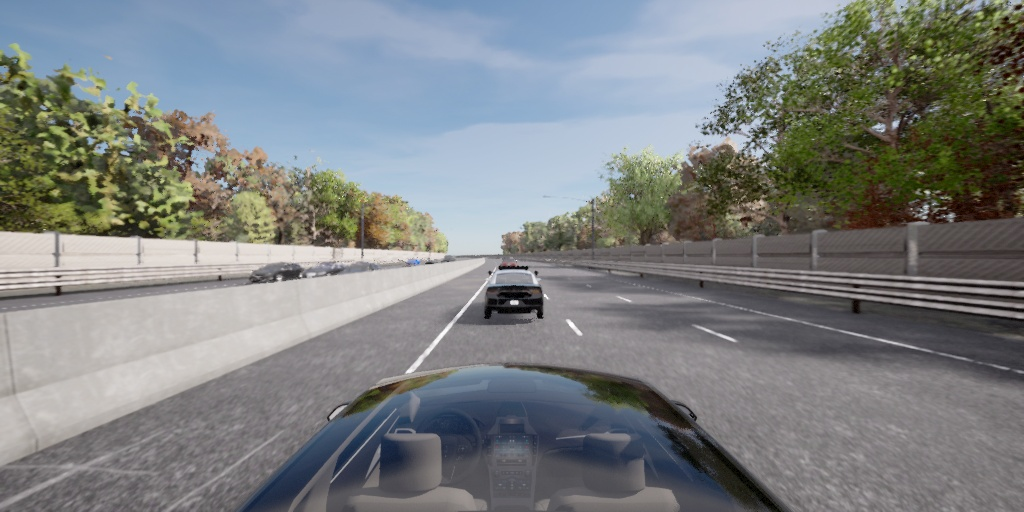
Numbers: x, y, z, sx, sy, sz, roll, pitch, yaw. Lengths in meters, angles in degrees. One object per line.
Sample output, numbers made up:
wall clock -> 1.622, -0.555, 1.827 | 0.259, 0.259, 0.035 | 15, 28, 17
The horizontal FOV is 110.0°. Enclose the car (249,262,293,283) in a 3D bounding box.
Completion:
car -> -17.800, 1.241, 27.498 | 1.837, 1.490, 4.892 | 0, 0, -1

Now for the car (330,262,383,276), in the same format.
car -> -10.776, 1.242, 25.806 | 1.837, 1.490, 4.892 | 0, 0, -1

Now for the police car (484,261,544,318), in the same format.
police car -> 0.051, 1.169, 13.120 | 1.930, 1.638, 5.238 | 0, 0, 0

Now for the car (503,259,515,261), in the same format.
car -> -0.408, 1.080, 43.219 | 2.097, 1.767, 4.553 | 0, 0, -1

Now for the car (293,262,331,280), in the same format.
car -> -14.305, 1.227, 27.856 | 2.128, 1.511, 4.902 | 0, 0, -1
